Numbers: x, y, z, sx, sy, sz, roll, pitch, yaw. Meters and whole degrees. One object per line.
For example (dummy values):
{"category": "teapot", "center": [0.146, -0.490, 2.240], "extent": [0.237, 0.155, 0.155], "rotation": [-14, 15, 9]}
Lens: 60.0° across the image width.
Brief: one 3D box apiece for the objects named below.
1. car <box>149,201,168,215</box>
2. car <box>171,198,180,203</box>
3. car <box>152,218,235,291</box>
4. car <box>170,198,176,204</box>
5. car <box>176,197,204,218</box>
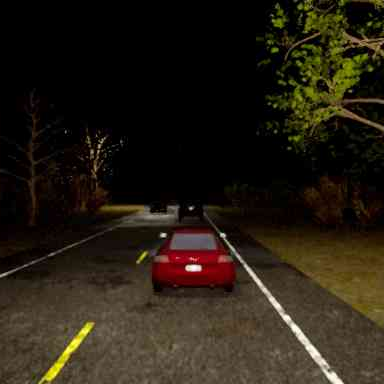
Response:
{"category": "car", "center": [-3.917, 1.854, 39.314], "extent": [1.837, 1.490, 4.892], "rotation": [0, -1, -1]}
{"category": "car", "center": [-4.112, 2.110, 83.394], "extent": [1.994, 1.385, 4.181], "rotation": [0, 0, 0]}
{"category": "car", "center": [0.034, 1.650, 9.290], "extent": [1.994, 1.385, 4.181], "rotation": [0, 0, 0]}
{"category": "car", "center": [-3.939, 1.977, 76.068], "extent": [2.033, 1.411, 5.357], "rotation": [0, 0, -2]}
{"category": "car", "center": [-0.094, 1.495, 30.335], "extent": [2.150, 2.045, 5.566], "rotation": [0, 0, 0]}
